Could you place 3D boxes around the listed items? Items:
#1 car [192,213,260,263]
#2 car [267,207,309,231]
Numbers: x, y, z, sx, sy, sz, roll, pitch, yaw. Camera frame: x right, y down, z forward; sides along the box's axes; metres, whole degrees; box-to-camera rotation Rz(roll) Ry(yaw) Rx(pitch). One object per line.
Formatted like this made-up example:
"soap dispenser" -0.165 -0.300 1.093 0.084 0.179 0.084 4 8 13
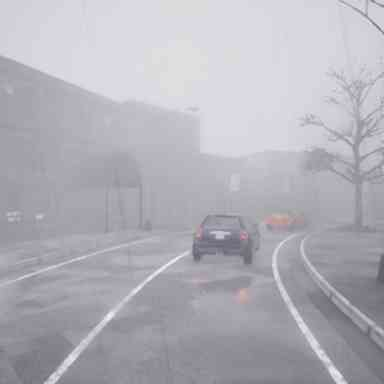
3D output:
"car" 1.537 1.615 13.408 2.097 1.767 4.553 0 -2 16
"car" 7.677 2.031 26.334 2.097 1.767 4.553 0 -2 36
